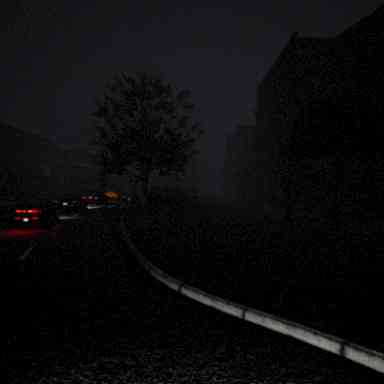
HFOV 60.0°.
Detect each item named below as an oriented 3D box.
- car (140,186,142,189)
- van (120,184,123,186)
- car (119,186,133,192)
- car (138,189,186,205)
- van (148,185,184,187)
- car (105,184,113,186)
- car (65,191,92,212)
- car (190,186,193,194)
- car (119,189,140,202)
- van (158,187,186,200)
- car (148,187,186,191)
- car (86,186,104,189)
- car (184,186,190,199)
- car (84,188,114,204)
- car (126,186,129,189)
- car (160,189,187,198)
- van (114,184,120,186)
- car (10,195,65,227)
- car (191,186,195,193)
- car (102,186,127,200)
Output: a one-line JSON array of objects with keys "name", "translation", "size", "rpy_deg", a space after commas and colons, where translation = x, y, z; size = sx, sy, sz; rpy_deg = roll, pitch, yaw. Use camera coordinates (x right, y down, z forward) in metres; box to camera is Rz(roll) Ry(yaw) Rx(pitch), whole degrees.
[{"name": "car", "translation": [-7.875, -0.085, 62.915], "size": [2.097, 1.767, 4.553], "rpy_deg": [2, 2, 2]}, {"name": "van", "translation": [-18.211, -1.034, 82.328], "size": [1.878, 1.987, 4.442], "rpy_deg": [2, 1, 8]}, {"name": "car", "translation": [-17.455, -0.876, 87.953], "size": [2.002, 1.452, 4.674], "rpy_deg": [2, 1, 8]}, {"name": "car", "translation": [-3.466, 0.785, 39.360], "size": [4.892, 1.521, 2.231], "rpy_deg": [2, 1, -1]}, {"name": "van", "translation": [-3.621, 0.424, 44.863], "size": [4.442, 1.987, 1.878], "rpy_deg": [2, 1, -1]}, {"name": "car", "translation": [-19.325, -0.501, 71.396], "size": [2.163, 1.488, 4.792], "rpy_deg": [2, 2, 5]}, {"name": "car", "translation": [-10.438, 0.881, 28.927], "size": [1.994, 1.385, 4.181], "rpy_deg": [2, 1, -5]}, {"name": "car", "translation": [-2.868, -0.004, 69.300], "size": [4.892, 1.521, 2.231], "rpy_deg": [2, 2, 5]}, {"name": "car", "translation": [-8.204, 0.617, 45.485], "size": [1.895, 1.301, 4.718], "rpy_deg": [2, 1, -1]}, {"name": "van", "translation": [-3.373, 0.154, 55.659], "size": [4.442, 1.987, 1.878], "rpy_deg": [2, 2, 1]}, {"name": "car", "translation": [-3.451, 0.595, 42.111], "size": [4.553, 1.767, 2.185], "rpy_deg": [2, 1, -1]}, {"name": "car", "translation": [-19.706, -0.382, 65.917], "size": [2.097, 1.535, 5.008], "rpy_deg": [2, 2, 4]}, {"name": "car", "translation": [-3.507, 0.336, 47.608], "size": [5.566, 2.045, 2.435], "rpy_deg": [2, 1, 0]}, {"name": "car", "translation": [-11.149, 0.627, 38.944], "size": [2.033, 1.411, 5.357], "rpy_deg": [2, 1, 0]}, {"name": "car", "translation": [-11.215, 0.184, 58.763], "size": [1.895, 1.301, 4.718], "rpy_deg": [2, 2, 3]}, {"name": "car", "translation": [-3.325, 0.267, 61.125], "size": [4.674, 1.452, 2.002], "rpy_deg": [2, 2, 3]}, {"name": "van", "translation": [-18.818, -0.903, 76.824], "size": [1.878, 1.987, 4.442], "rpy_deg": [2, 2, 6]}, {"name": "car", "translation": [-8.818, 1.080, 18.995], "size": [1.837, 1.490, 4.892], "rpy_deg": [2, 1, -13]}, {"name": "car", "translation": [-2.430, -0.138, 74.870], "size": [4.792, 1.488, 2.163], "rpy_deg": [2, 2, 6]}, {"name": "car", "translation": [-11.338, 0.316, 48.871], "size": [1.882, 1.535, 5.008], "rpy_deg": [2, 1, 0]}]
